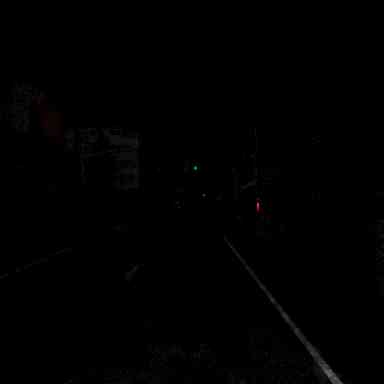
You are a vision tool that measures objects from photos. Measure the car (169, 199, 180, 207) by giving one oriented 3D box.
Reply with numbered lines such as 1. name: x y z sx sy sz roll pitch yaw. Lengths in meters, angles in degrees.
1. car: -3.533 2.170 68.345 2.097 1.767 4.553 0 -1 0
